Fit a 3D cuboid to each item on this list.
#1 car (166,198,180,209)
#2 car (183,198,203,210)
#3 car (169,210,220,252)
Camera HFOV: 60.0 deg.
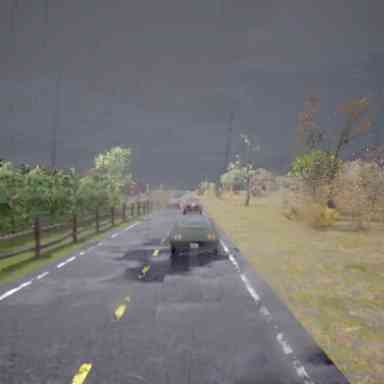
[{"bbox_3d":[-2.768,1.655,48.978,1.882,1.535,5.008,0,0,0],"label":"car"},{"bbox_3d":[0.103,1.496,37.838,2.097,1.767,4.553,0,0,0],"label":"car"},{"bbox_3d":[0.100,1.662,14.250,1.895,1.301,4.718,0,0,0],"label":"car"}]
